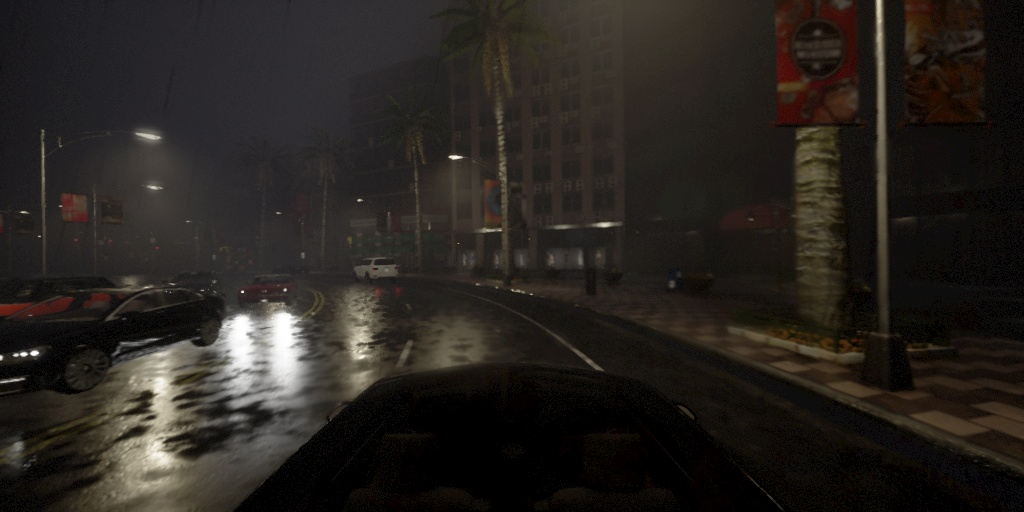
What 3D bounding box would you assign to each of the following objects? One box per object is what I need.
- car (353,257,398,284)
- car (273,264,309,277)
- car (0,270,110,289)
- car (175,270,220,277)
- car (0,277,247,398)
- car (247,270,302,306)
[{"bbox_3d":[-11.108,1.138,29.038,2.150,2.045,5.566,-1,0,-39],"label":"car"},{"bbox_3d":[-25.049,1.603,40.463,5.008,1.535,1.882,-1,0,30],"label":"car"},{"bbox_3d":[-11.486,1.274,8.319,2.097,1.767,4.553,-1,0,-14],"label":"car"},{"bbox_3d":[-15.700,1.491,17.834,1.837,1.490,4.892,-1,0,-32],"label":"car"},{"bbox_3d":[-7.697,1.357,6.852,2.128,1.511,4.902,-1,0,-10],"label":"car"},{"bbox_3d":[-11.061,1.517,16.515,1.895,1.301,4.718,-1,0,-27],"label":"car"}]
